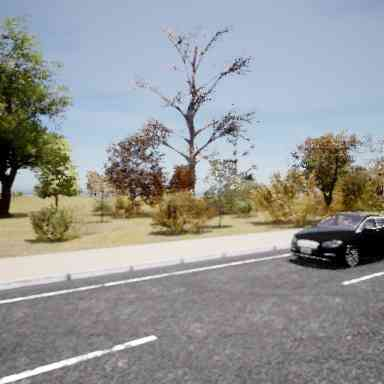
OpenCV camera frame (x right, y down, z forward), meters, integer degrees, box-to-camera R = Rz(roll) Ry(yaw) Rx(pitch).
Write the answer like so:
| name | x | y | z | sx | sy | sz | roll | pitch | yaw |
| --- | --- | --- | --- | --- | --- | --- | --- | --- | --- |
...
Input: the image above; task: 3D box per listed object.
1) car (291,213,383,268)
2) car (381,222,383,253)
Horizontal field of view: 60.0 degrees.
| name | x | y | z | sx | sy | sz | roll | pitch | yaw |
| --- | --- | --- | --- | --- | --- | --- | --- | --- | --- |
| car | 5.458 | 1.497 | 11.418 | 4.902 | 1.511 | 2.128 | 0 | 0 | -34 |
| car | 7.158 | 1.511 | 8.644 | 4.892 | 1.490 | 1.837 | 0 | 0 | -34 |
